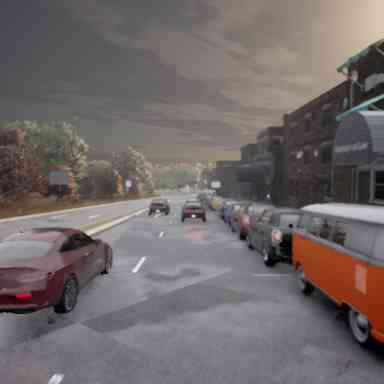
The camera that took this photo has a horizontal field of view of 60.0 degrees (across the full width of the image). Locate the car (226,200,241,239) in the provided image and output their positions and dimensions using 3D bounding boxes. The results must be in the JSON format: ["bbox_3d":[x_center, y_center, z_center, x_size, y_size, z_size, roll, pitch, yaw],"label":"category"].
[{"bbox_3d":[3.233,1.333,17.178,2.185,1.767,4.553,0,0,0],"label":"car"}]

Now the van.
[{"bbox_3d":[3.228,1.246,6.275,1.878,1.987,4.442,0,0,0],"label":"van"}]

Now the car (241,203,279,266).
[{"bbox_3d":[3.231,1.340,11.653,2.185,1.767,4.553,0,0,0],"label":"car"}]

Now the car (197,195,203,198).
[{"bbox_3d":[0.118,1.473,43.006,1.812,1.442,4.674,0,0,0],"label":"car"}]

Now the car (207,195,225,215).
[{"bbox_3d":[3.240,1.429,39.369,1.946,1.575,5.366,0,0,0],"label":"car"}]

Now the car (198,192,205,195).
[{"bbox_3d":[3.235,1.140,72.490,2.435,2.045,5.566,0,0,0],"label":"car"}]

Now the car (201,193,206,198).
[{"bbox_3d":[3.239,1.406,61.280,2.231,1.521,4.892,0,0,0],"label":"car"}]

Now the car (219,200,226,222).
[{"bbox_3d":[3.235,1.492,22.607,2.002,1.452,4.674,0,0,0],"label":"car"}]

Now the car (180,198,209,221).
[{"bbox_3d":[0.111,1.473,26.517,1.837,1.490,4.892,0,0,0],"label":"car"}]

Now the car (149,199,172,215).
[{"bbox_3d":[-3.136,1.464,32.931,1.837,1.490,4.892,0,0,0],"label":"car"}]

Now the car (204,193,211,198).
[{"bbox_3d":[3.246,1.415,50.422,1.946,1.575,5.366,0,0,0],"label":"car"}]

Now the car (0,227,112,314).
[{"bbox_3d":[-3.145,1.517,7.447,1.812,1.442,4.674,0,0,0],"label":"car"}]
